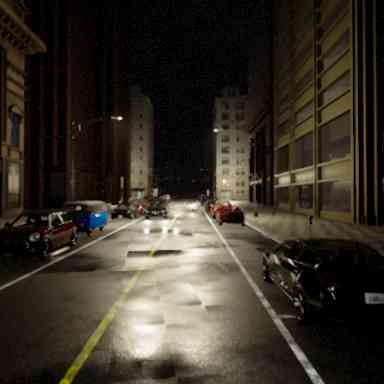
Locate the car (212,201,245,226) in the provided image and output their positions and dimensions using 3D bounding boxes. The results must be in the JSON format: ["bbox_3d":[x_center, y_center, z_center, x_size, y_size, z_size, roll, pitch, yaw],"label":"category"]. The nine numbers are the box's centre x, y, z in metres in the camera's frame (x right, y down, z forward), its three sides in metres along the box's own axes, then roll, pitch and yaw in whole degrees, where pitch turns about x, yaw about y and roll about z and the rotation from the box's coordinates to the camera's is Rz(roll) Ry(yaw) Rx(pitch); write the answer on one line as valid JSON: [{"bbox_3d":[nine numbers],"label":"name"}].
[{"bbox_3d":[2.676,1.615,23.784,1.887,1.381,4.507,1,0,0],"label":"car"}]

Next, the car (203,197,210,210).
[{"bbox_3d":[2.675,1.661,40.657,1.887,1.381,4.507,1,0,0],"label":"car"}]

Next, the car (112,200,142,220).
[{"bbox_3d":[-5.850,1.651,29.401,1.947,1.339,4.313,1,0,0],"label":"car"}]

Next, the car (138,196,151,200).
[{"bbox_3d":[-5.849,1.541,35.025,1.967,1.590,4.097,1,0,0],"label":"car"}]

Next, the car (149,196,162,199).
[{"bbox_3d":[-5.848,1.446,46.274,2.192,1.841,5.009,1,0,0],"label":"car"}]

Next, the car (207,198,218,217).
[{"bbox_3d":[2.677,1.526,29.409,1.967,1.590,4.097,1,0,0],"label":"car"}]

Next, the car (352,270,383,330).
[{"bbox_3d":[2.677,1.549,1.285,1.887,1.381,4.507,1,0,0],"label":"car"}]

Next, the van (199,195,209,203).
[{"bbox_3d":[2.677,1.515,63.156,1.690,1.788,3.998,1,0,0],"label":"van"}]

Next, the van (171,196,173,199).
[{"bbox_3d":[-5.849,1.544,74.396,1.690,1.788,3.998,1,0,0],"label":"van"}]

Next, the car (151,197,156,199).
[{"bbox_3d":[-5.850,1.641,40.479,1.752,1.417,4.829,1,0,0],"label":"car"}]

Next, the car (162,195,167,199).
[{"bbox_3d":[-5.850,1.600,57.523,1.967,1.590,4.097,1,0,0],"label":"car"}]

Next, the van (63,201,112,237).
[{"bbox_3d":[-5.847,1.395,18.153,1.690,1.788,3.998,1,0,0],"label":"van"}]

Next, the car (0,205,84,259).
[{"bbox_3d":[-5.848,1.478,12.528,1.967,1.590,4.097,1,0,0],"label":"car"}]

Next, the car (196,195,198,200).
[{"bbox_3d":[2.676,1.518,74.406,2.192,1.841,5.009,1,0,0],"label":"car"}]

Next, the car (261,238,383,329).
[{"bbox_3d":[2.676,1.588,6.910,1.947,1.339,4.313,1,0,0],"label":"car"}]

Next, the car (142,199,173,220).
[{"bbox_3d":[-3.001,1.593,29.638,1.837,1.490,4.892,0,-1,0],"label":"car"}]

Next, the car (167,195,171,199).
[{"bbox_3d":[-5.852,1.770,68.771,1.802,1.307,4.206,1,0,0],"label":"car"}]

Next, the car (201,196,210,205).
[{"bbox_3d":[2.675,1.682,46.282,2.008,1.369,4.403,1,0,0],"label":"car"}]

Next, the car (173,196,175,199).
[{"bbox_3d":[-5.852,1.762,80.020,1.887,1.381,4.507,1,0,0],"label":"car"}]
